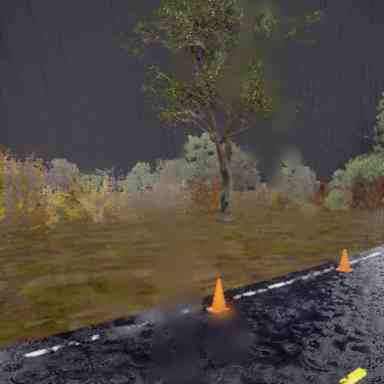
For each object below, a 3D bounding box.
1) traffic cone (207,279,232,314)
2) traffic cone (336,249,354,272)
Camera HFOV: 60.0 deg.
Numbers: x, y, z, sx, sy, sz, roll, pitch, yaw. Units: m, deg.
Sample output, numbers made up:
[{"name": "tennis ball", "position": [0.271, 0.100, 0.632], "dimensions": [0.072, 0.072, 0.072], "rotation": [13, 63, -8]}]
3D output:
[{"name": "traffic cone", "position": [0.518, 1.941, 6.302], "dimensions": [0.340, 0.580, 0.340], "rotation": [-1, 0, -38]}, {"name": "traffic cone", "position": [4.317, 1.904, 9.385], "dimensions": [0.340, 0.580, 0.340], "rotation": [-1, 0, -40]}]
